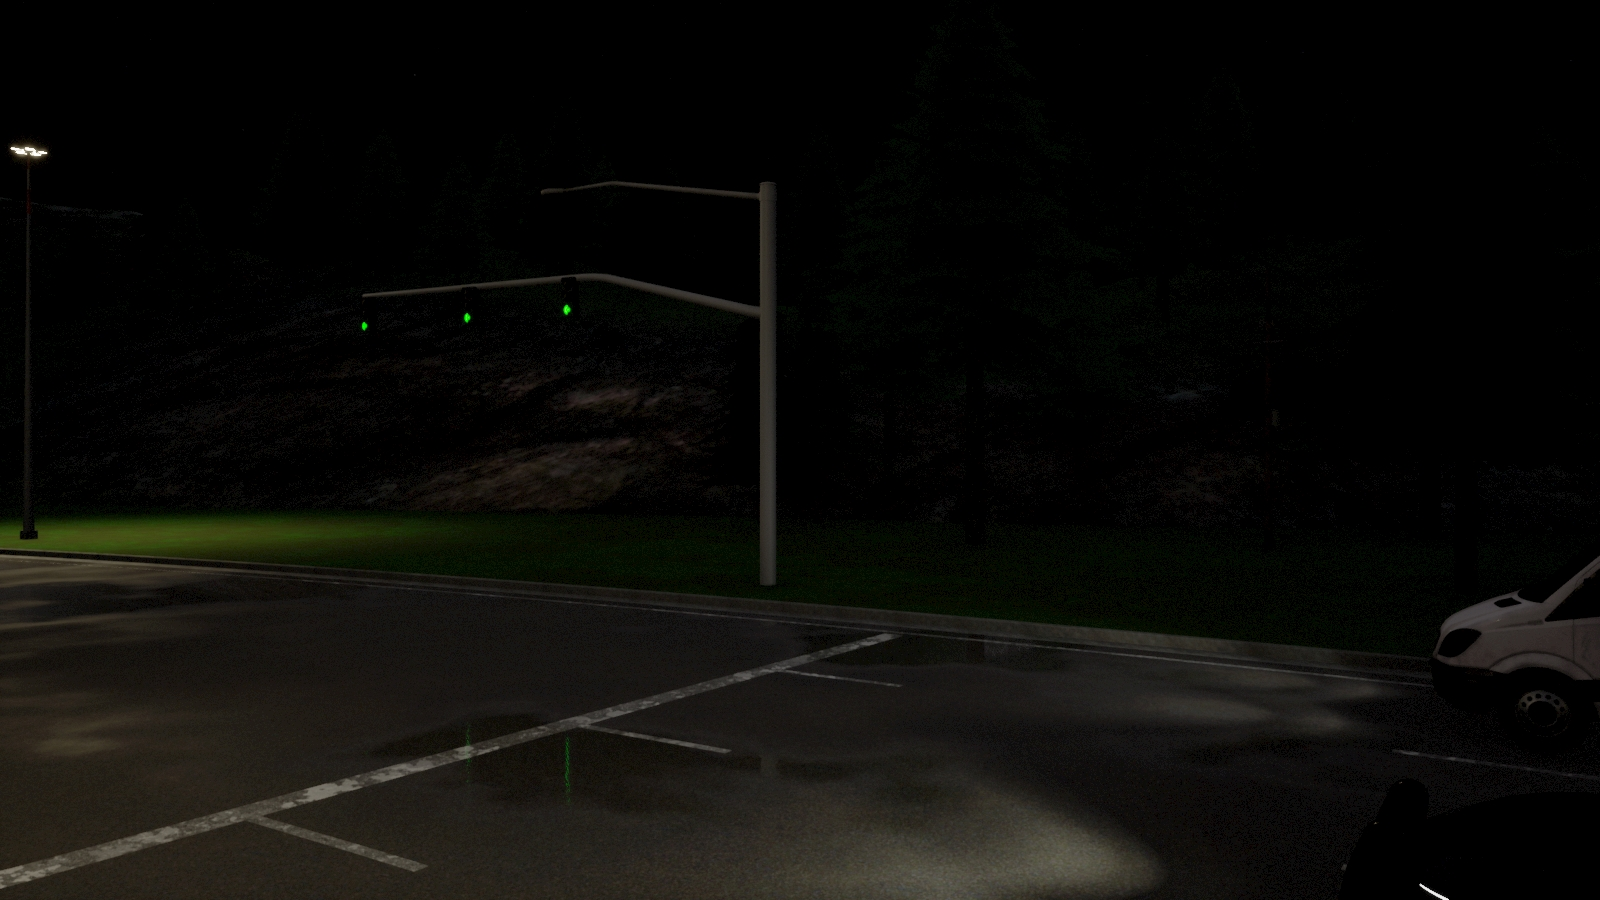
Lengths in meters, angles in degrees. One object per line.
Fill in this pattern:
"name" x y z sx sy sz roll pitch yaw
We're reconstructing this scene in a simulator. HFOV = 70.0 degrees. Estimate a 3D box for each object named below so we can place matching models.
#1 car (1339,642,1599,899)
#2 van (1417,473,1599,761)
"car" 5.200 1.982 4.552 5.238 1.638 2.097 0 0 35
"van" 9.028 1.534 10.264 5.915 2.561 1.988 0 0 36
